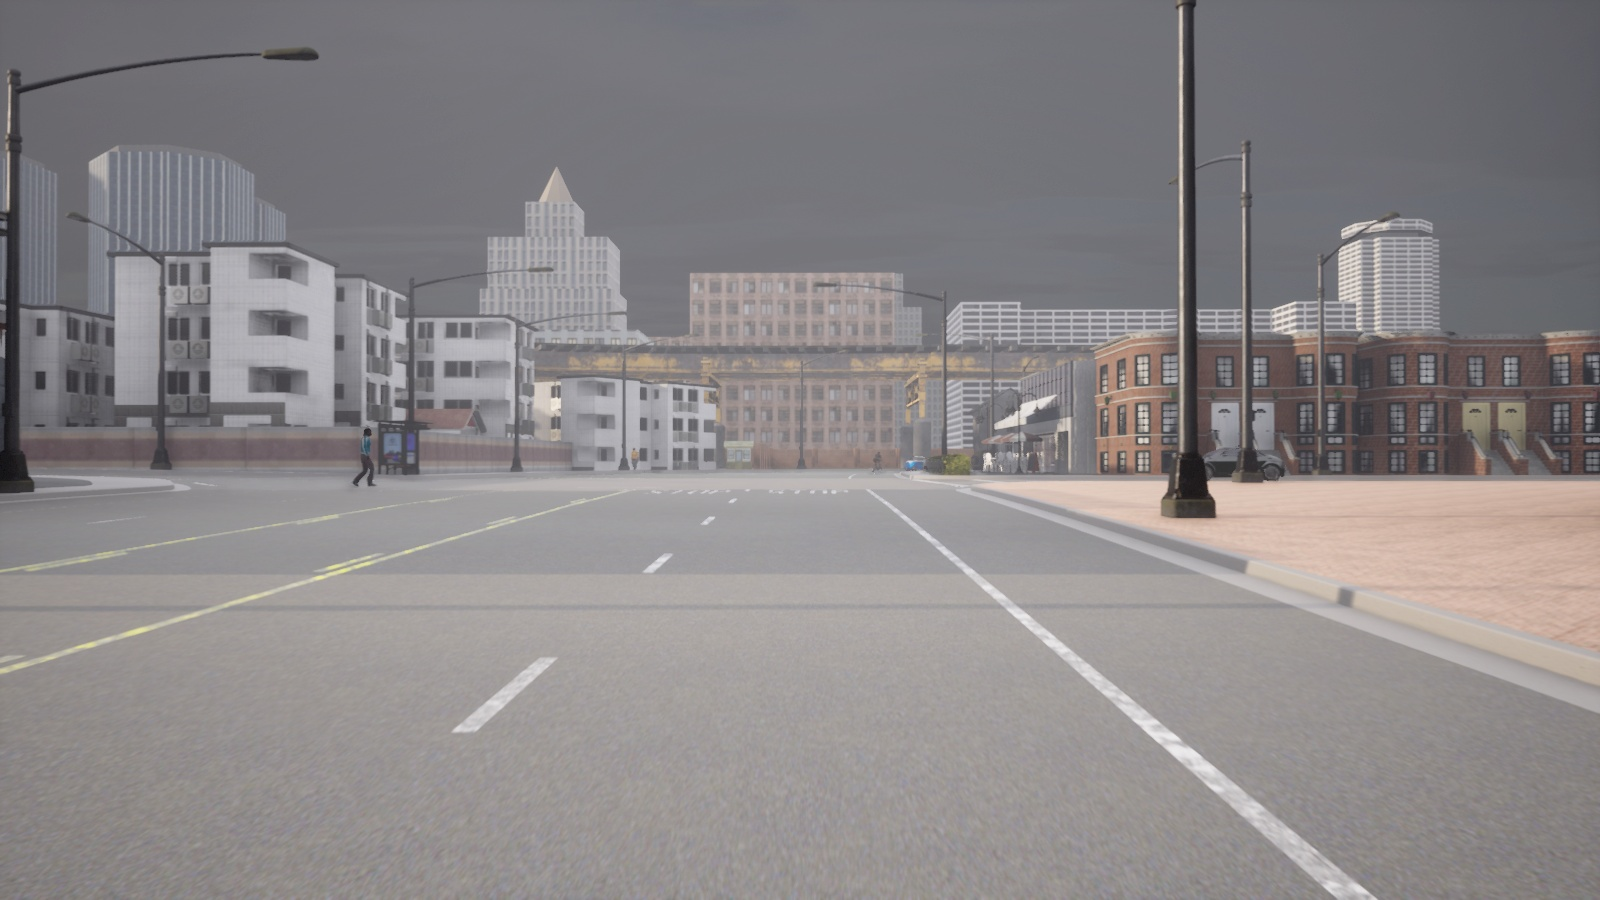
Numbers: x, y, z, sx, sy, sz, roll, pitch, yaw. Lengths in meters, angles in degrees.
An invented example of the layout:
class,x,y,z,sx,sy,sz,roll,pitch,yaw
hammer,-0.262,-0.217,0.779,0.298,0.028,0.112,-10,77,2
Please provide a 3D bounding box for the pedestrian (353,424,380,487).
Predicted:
class,x,y,z,sx,sy,sz,roll,pitch,yaw
pedestrian,-13.209,0.173,38.300,0.692,1.930,0.396,0,-1,-3

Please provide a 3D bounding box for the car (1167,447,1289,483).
class,x,y,z,sx,sy,sz,roll,pitch,yaw
car,16.973,0.600,49.934,4.181,1.385,1.994,0,-1,2
